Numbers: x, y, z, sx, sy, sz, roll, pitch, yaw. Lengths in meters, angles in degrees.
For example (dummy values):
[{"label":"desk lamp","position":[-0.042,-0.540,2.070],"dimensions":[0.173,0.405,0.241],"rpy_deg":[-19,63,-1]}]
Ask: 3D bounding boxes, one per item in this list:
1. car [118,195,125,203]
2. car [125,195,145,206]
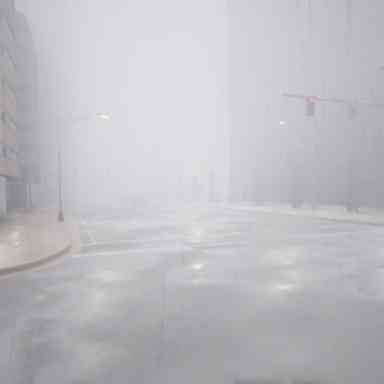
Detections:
[{"label":"car","position":[-12.020,1.194,59.835],"dimensions":[1.882,1.535,5.008],"rpy_deg":[-1,1,-21]},{"label":"car","position":[-8.320,1.222,50.151],"dimensions":[2.128,1.511,4.902],"rpy_deg":[-1,1,-20]}]
